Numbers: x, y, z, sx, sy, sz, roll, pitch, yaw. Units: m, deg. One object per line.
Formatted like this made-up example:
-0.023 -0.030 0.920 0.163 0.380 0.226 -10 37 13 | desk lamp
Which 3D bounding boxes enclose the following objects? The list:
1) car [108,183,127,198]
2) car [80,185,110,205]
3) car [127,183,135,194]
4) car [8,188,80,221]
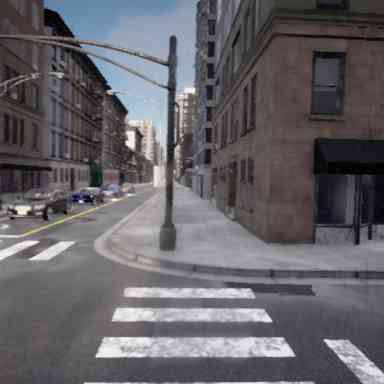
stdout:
-8.725 -0.152 36.605 1.812 1.442 4.674 1 2 -2 | car
-8.273 0.312 26.750 1.895 1.301 4.718 1 2 -3 | car
-9.159 -0.552 46.860 1.812 1.442 4.674 1 2 -2 | car
-7.846 0.568 17.569 2.128 1.511 4.902 1 2 -3 | car
